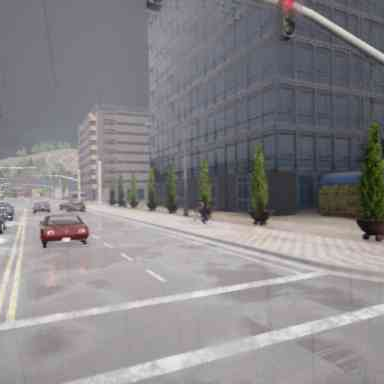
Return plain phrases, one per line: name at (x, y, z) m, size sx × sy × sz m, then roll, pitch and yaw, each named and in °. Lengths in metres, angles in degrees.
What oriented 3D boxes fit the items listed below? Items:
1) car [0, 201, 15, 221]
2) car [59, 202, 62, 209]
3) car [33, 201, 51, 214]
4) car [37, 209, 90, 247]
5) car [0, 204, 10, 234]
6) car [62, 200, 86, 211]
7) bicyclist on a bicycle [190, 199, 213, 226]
car at (-16.776, 1.623, 29.187) m, size 2.097 × 1.767 × 4.553 m, roll -1°, pitch 0°, yaw -26°
car at (-17.857, 1.814, 47.761) m, size 1.812 × 1.442 × 4.674 m, roll -1°, pitch 0°, yaw -26°
car at (-18.041, 1.839, 40.089) m, size 2.033 × 1.411 × 5.357 m, roll -1°, pitch 0°, yaw -25°
car at (-6.157, 1.700, 15.771) m, size 1.895 × 1.301 × 4.718 m, roll -1°, pitch 0°, yaw -26°
car at (-12.362, 1.705, 20.125) m, size 1.837 × 1.490 × 4.892 m, roll -1°, pitch 0°, yaw -26°
car at (-13.782, 1.714, 39.443) m, size 2.128 × 1.511 × 4.902 m, roll -1°, pitch 0°, yaw -26°
bicyclist on a bicycle at (0.606, 1.290, 20.864) m, size 1.656 × 1.620 × 0.582 m, roll -1°, pitch 0°, yaw -26°
